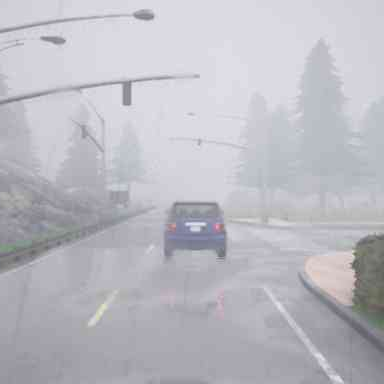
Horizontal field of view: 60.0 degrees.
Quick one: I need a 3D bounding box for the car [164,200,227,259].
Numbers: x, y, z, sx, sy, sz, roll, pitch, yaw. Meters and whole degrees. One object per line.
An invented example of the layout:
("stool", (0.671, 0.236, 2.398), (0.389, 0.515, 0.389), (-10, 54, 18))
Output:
("car", (0.118, 1.338, 13.186), (2.150, 2.045, 5.566), (0, -1, 0))
